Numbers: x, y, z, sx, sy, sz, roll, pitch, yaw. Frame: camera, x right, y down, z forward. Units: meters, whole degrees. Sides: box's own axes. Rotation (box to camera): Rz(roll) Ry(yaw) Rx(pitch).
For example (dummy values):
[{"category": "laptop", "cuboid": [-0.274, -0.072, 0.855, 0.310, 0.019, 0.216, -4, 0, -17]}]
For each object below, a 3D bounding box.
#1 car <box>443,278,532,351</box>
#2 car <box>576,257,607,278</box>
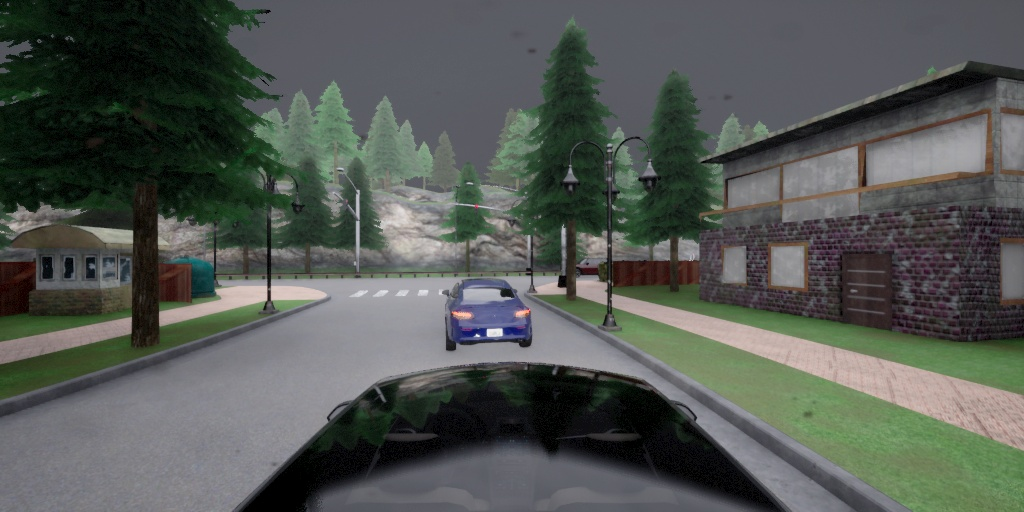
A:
[{"category": "car", "cuboid": [-0.748, 1.276, 9.001, 1.812, 1.442, 4.674, 0, 0, -11]}, {"category": "car", "cuboid": [6.635, 0.945, 31.479, 4.553, 1.767, 2.097, 0, 0, -12]}]
